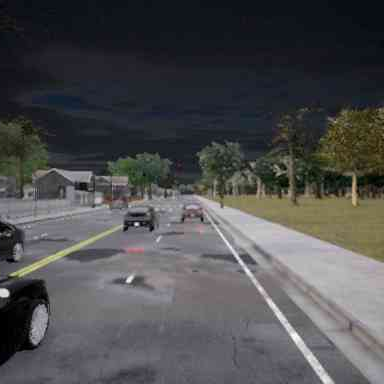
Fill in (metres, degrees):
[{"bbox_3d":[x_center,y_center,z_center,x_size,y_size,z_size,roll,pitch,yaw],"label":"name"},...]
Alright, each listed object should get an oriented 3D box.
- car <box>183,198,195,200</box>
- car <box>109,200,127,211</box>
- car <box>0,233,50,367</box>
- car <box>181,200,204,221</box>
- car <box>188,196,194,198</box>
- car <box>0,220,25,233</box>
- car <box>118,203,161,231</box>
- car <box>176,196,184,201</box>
[{"bbox_3d":[-0.031,1.824,42.089,1.895,1.301,4.718,0,0,0],"label":"car"},{"bbox_3d":[-9.830,1.806,44.994,1.837,1.490,4.892,0,0,0],"label":"car"},{"bbox_3d":[-3.151,1.504,3.245,1.882,1.535,5.008,0,0,0],"label":"car"},{"bbox_3d":[0.049,1.678,28.671,1.812,1.442,4.674,0,0,0],"label":"car"},{"bbox_3d":[-0.170,1.891,93.314,1.895,1.301,4.718,0,0,0],"label":"car"},{"bbox_3d":[-6.615,1.573,9.535,1.837,1.490,4.892,0,0,0],"label":"car"},{"bbox_3d":[-3.184,1.627,21.556,1.837,1.490,4.892,0,0,0],"label":"car"},{"bbox_3d":[-3.420,1.844,93.278,2.033,1.411,5.357,0,0,0],"label":"car"}]
